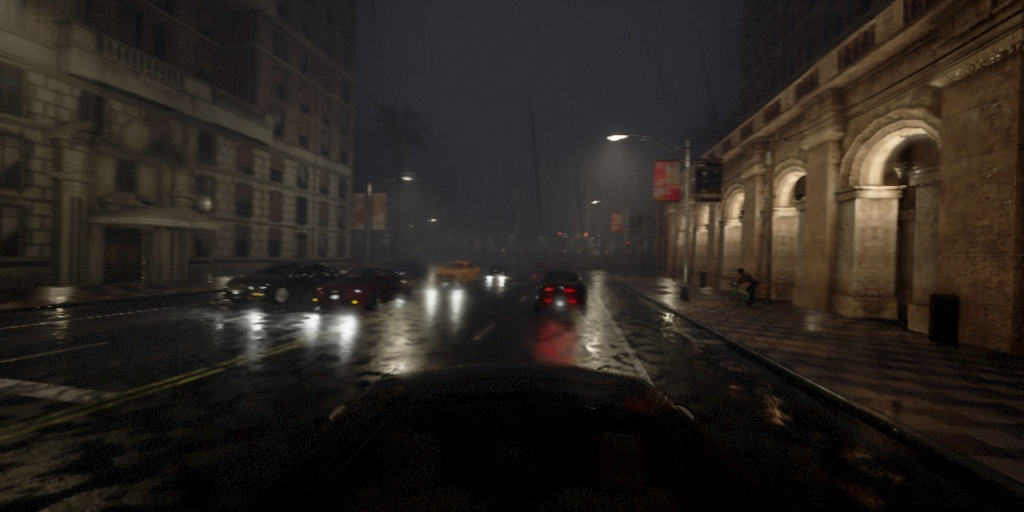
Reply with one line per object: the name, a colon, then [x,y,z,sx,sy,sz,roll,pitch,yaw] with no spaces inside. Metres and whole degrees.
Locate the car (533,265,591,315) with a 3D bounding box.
car: [2.007,1.307,14.117,1.837,1.490,4.892,2,0,10]

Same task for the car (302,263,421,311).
car: [-5.387,1.146,13.543,1.994,1.385,4.181,2,0,10]

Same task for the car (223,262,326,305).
car: [-8.794,0.985,14.359,1.837,1.490,4.892,2,0,10]

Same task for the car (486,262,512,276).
car: [-1.213,1.257,36.297,1.994,1.385,4.181,2,0,11]

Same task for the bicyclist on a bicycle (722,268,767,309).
bicyclist on a bicycle: [9.494,1.325,14.638,1.656,1.620,0.582,1,0,10]

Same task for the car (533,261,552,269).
car: [3.605,1.311,42.305,1.882,1.535,5.008,2,0,11]

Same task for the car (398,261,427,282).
car: [-7.031,1.053,24.219,1.812,1.442,4.674,2,0,10]

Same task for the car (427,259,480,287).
car: [-3.540,1.109,23.853,1.882,1.535,5.008,2,0,11]
